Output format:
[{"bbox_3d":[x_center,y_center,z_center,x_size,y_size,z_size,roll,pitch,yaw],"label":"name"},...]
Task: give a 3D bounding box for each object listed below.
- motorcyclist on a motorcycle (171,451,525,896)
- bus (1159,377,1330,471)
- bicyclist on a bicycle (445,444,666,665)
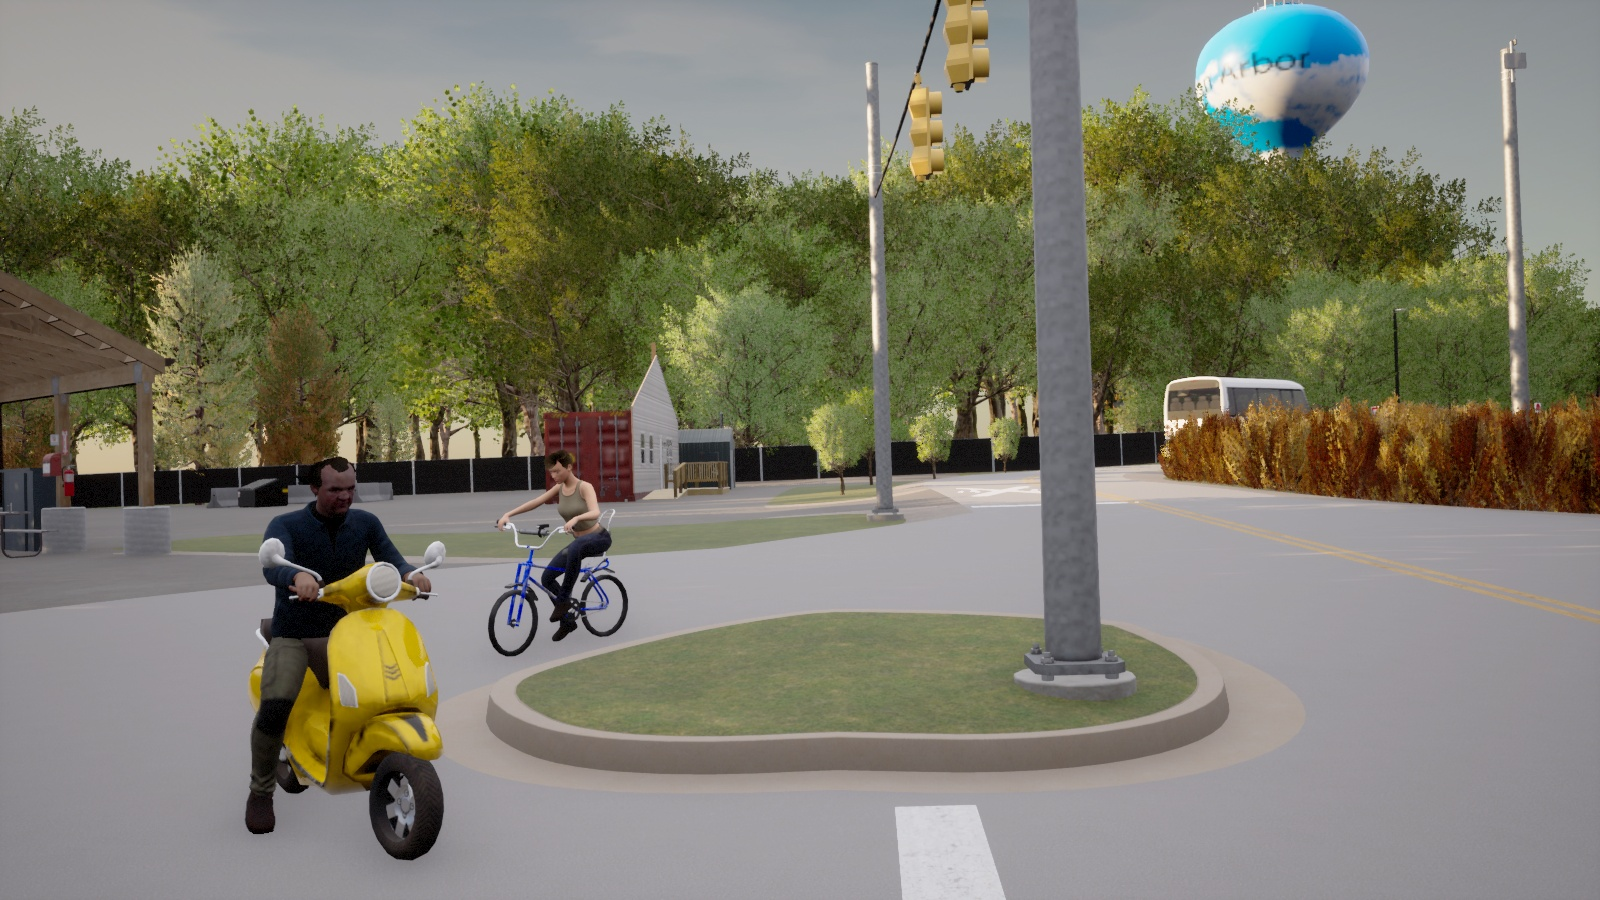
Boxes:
[{"bbox_3d":[-2.029,0.809,5.478,0.866,1.590,1.817,0,0,-40],"label":"motorcyclist on a motorcycle"},{"bbox_3d":[22.530,-1.275,63.255,10.273,4.253,3.944,-1,-1,-45],"label":"bus"},{"bbox_3d":[-1.980,0.793,10.329,0.866,1.612,1.509,-1,2,39],"label":"bicyclist on a bicycle"}]
